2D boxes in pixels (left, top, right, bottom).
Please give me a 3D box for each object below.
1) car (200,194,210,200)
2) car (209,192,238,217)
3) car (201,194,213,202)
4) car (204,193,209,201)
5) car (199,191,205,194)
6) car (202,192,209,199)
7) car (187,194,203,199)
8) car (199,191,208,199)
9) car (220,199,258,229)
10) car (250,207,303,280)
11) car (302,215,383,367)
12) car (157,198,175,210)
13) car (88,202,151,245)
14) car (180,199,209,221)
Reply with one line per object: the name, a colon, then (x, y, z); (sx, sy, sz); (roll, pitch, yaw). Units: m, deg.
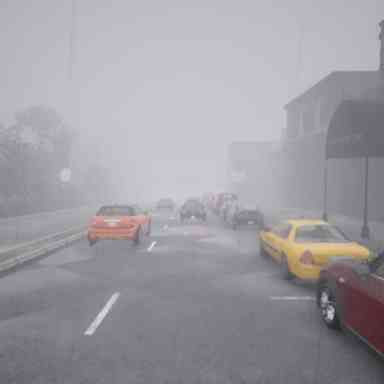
car: (3.153, 1.190, 81.437); (2.163, 1.488, 4.792); (0, 0, 0)
car: (3.200, 1.103, 31.832); (2.435, 2.045, 5.566); (0, 0, 0)
car: (3.160, 1.205, 70.349); (2.231, 1.521, 4.892); (0, 0, 0)
car: (3.182, 1.286, 48.566); (1.946, 1.575, 5.366); (0, 0, 0)
car: (3.166, 0.974, 64.858); (2.435, 2.045, 5.566); (0, 0, 0)
car: (3.231, 1.264, 55.438); (2.231, 1.521, 4.892); (0, 0, 1)
car: (0.064, 1.341, 41.871); (1.837, 1.490, 4.892); (0, 0, 0)
car: (3.136, 0.866, 92.482); (2.435, 2.045, 5.566); (0, 0, 0)
car: (3.210, 1.400, 20.623); (2.231, 1.521, 4.892); (0, 0, 0)
car: (3.223, 1.438, 9.766); (1.946, 1.575, 5.366); (0, 0, 0)
car: (3.226, 1.338, 4.022); (2.185, 1.767, 4.553); (0, 0, 0)
car: (-3.185, 1.403, 41.039); (1.994, 1.385, 4.181); (0, 0, 0)
car: (-3.160, 1.292, 15.334); (2.097, 1.767, 4.553); (0, 0, 0)
car: (0.080, 1.498, 26.118); (1.895, 1.301, 4.718); (0, 0, 0)
